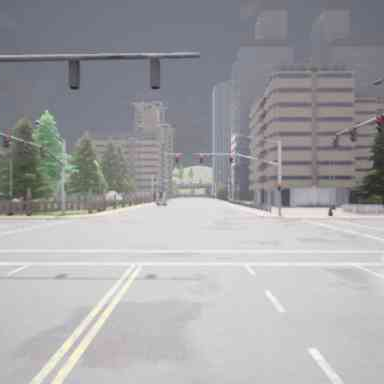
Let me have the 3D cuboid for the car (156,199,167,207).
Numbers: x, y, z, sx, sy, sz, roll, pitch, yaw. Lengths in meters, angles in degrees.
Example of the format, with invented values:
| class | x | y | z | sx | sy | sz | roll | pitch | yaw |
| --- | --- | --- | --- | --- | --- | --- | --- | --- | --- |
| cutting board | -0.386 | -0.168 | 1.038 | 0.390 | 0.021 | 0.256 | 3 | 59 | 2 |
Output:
| class | x | y | z | sx | sy | sz | roll | pitch | yaw |
| --- | --- | --- | --- | --- | --- | --- | --- | --- | --- |
| car | -6.079 | 2.168 | 67.090 | 2.128 | 1.511 | 4.902 | 0 | 0 | 0 |
